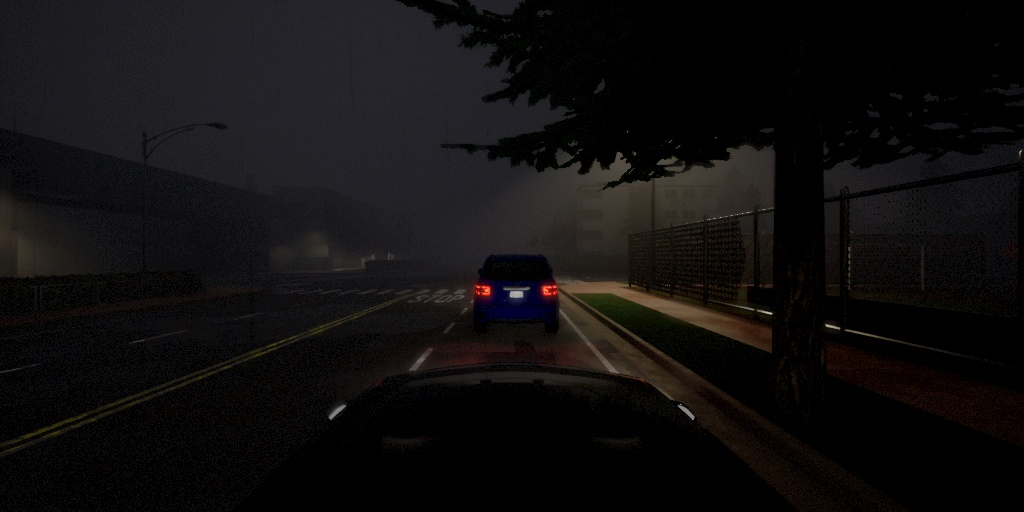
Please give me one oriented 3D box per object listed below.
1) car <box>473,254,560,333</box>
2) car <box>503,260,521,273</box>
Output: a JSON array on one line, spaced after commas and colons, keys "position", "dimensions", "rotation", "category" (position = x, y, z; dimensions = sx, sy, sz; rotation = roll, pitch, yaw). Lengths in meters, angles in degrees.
[{"position": [0.112, 0.972, 10.878], "dimensions": [2.150, 2.045, 5.566], "rotation": [0, 0, 0], "category": "car"}, {"position": [0.010, 1.242, 45.734], "dimensions": [2.128, 1.511, 4.902], "rotation": [0, 0, 0], "category": "car"}]
